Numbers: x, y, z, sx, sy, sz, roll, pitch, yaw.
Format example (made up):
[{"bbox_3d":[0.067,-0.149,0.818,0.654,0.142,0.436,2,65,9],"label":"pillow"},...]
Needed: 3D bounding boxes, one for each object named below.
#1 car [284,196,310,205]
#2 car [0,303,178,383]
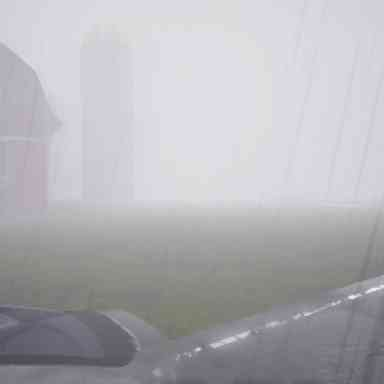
[{"bbox_3d":[18.066,1.370,57.383,1.812,1.442,4.674,-1,1,-39],"label":"car"},{"bbox_3d":[-2.270,1.494,1.467,4.902,1.511,2.128,0,0,-35],"label":"car"}]
